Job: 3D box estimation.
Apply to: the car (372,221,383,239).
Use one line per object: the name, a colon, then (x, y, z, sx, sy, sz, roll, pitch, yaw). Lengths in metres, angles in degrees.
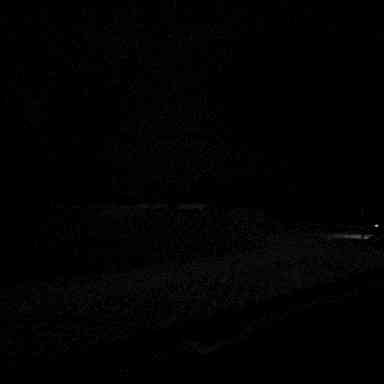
car: (11.053, 1.639, 16.029, 4.181, 1.385, 1.994, -3, -2, 43)

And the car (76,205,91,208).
car: (-15.755, 2.719, 48.852, 1.837, 1.490, 4.892, 1, -2, -38)
